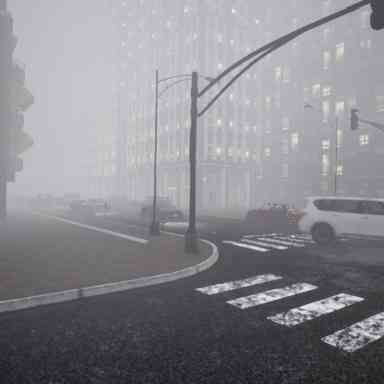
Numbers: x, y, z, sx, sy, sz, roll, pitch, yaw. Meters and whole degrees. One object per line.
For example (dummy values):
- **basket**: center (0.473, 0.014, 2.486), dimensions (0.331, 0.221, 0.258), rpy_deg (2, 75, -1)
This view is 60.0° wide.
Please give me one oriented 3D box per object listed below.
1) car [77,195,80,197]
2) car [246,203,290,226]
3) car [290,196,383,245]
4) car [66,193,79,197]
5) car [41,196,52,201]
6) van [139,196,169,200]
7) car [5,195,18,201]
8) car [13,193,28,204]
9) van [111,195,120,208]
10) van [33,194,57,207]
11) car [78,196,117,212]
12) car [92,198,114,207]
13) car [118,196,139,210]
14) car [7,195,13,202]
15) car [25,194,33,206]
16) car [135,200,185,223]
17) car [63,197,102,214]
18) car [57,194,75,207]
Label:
- **car**: center (-14.446, 1.519, 47.821), dimensions (2.033, 1.411, 5.357), rpy_deg (1, -1, -35)
- **car**: center (5.754, 1.505, 23.928), dimensions (1.967, 1.590, 4.097), rpy_deg (1, -1, -35)
- **car**: center (7.294, 1.216, 13.796), dimensions (5.566, 2.045, 2.150), rpy_deg (1, 1, 37)
- **car**: center (-20.506, 1.181, 56.287), dimensions (2.150, 2.045, 5.566), rpy_deg (1, -1, -35)
- **car**: center (-36.750, 1.570, 83.809), dimensions (1.802, 1.307, 4.206), rpy_deg (1, -1, -35)
- **van**: center (-4.053, 1.382, 37.748), dimensions (1.690, 1.788, 3.998), rpy_deg (1, -1, -35)
- **car**: center (-40.312, 1.378, 74.354), dimensions (2.008, 1.369, 4.403), rpy_deg (1, -1, -35)
- **car**: center (-30.501, 1.155, 60.537), dimensions (2.192, 1.841, 5.009), rpy_deg (1, -1, -35)
- **van**: center (-10.591, 1.368, 46.961), dimensions (1.690, 1.788, 3.998), rpy_deg (1, -1, -35)
- **van**: center (-20.693, 1.197, 46.718), dimensions (1.690, 1.788, 3.998), rpy_deg (1, -1, -35)
- **car**: center (-10.668, 1.470, 37.063), dimensions (2.033, 1.411, 5.357), rpy_deg (1, -1, -36)
- **car**: center (-13.865, 1.586, 51.565), dimensions (1.947, 1.339, 4.313), rpy_deg (1, -1, -35)
- **car**: center (-7.326, 1.584, 42.352), dimensions (2.008, 1.369, 4.403), rpy_deg (1, -1, -35)
- **car**: center (-37.043, 1.397, 69.748), dimensions (1.947, 1.339, 4.313), rpy_deg (1, -1, -35)
- **car**: center (-23.967, 1.432, 51.322), dimensions (1.802, 1.307, 4.206), rpy_deg (1, -1, -35)
- **car**: center (-2.307, 1.507, 25.274), dimensions (1.994, 1.385, 4.181), rpy_deg (1, -1, -35)
- **car**: center (-10.890, 1.427, 32.897), dimensions (2.008, 1.369, 4.403), rpy_deg (1, -1, -35)
- **car**: center (-19.563, 1.412, 49.766), dimensions (1.882, 1.535, 5.008), rpy_deg (1, -1, -35)
